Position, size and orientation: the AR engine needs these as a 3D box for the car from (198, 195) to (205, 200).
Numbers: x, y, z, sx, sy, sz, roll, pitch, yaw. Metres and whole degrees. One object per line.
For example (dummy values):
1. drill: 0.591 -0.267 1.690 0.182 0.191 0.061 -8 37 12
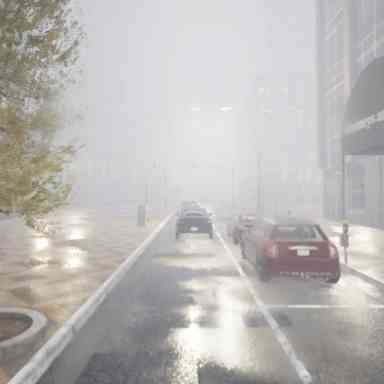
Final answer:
1. car: 2.578 1.494 92.458 1.752 1.417 4.829 1 0 0

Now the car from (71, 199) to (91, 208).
1. car: -17.452 1.702 50.335 4.403 1.369 2.008 0 -1 14

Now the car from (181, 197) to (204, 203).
1. car: -0.363 1.489 34.009 2.033 1.411 5.357 -1 1 -6

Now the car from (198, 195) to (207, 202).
1. car: 2.577 1.524 75.597 1.947 1.339 4.313 1 0 0

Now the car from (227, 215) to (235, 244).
1. car: 2.577 1.560 15.193 1.802 1.307 4.206 1 0 0

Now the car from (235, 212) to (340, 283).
1. car: 2.579 1.425 9.625 1.967 1.590 4.097 1 0 0

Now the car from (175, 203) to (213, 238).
1. car: 0.100 1.501 17.369 1.812 1.442 4.674 0 0 0
